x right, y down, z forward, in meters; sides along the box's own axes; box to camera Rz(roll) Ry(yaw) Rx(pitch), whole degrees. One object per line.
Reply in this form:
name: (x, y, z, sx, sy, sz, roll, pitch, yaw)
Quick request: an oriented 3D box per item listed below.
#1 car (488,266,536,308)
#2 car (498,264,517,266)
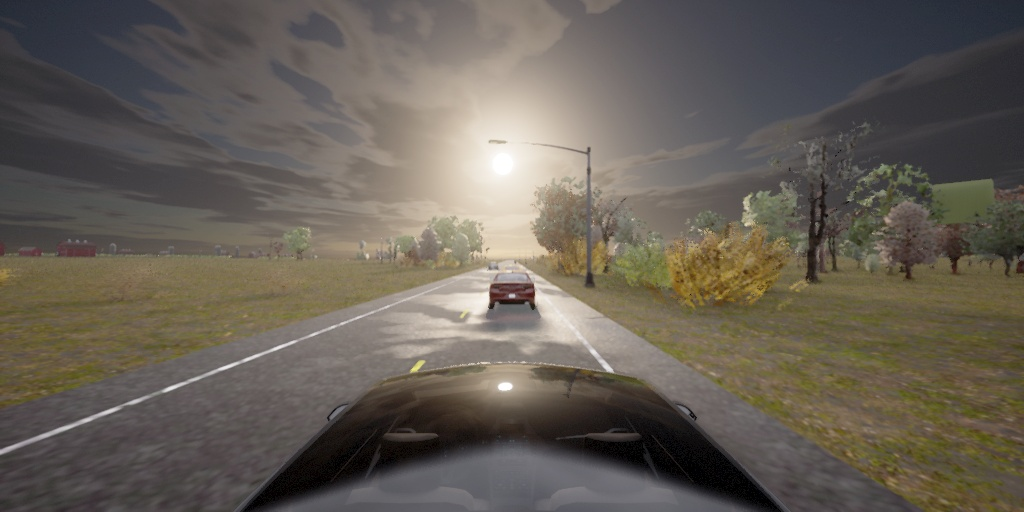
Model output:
car: (0.027, 1.378, 16.078, 1.882, 1.535, 5.008, 0, 0, 1)
car: (0.024, 1.530, 31.067, 1.882, 1.535, 5.008, 0, 0, 1)
